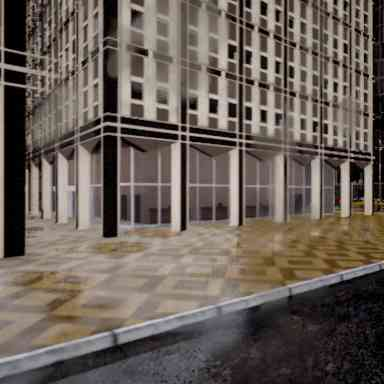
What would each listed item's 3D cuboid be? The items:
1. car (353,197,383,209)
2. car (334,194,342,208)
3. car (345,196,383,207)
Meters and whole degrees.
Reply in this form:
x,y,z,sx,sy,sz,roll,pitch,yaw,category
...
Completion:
x,y,z,sx,sy,sz,roll,pitch,yaw,category
21.030,1.328,37.757,1.752,1.417,4.829,1,0,-36,car
17.585,1.084,42.482,2.192,1.841,5.009,1,0,-36,car
24.488,1.331,47.573,2.008,1.369,4.403,1,0,-36,car
